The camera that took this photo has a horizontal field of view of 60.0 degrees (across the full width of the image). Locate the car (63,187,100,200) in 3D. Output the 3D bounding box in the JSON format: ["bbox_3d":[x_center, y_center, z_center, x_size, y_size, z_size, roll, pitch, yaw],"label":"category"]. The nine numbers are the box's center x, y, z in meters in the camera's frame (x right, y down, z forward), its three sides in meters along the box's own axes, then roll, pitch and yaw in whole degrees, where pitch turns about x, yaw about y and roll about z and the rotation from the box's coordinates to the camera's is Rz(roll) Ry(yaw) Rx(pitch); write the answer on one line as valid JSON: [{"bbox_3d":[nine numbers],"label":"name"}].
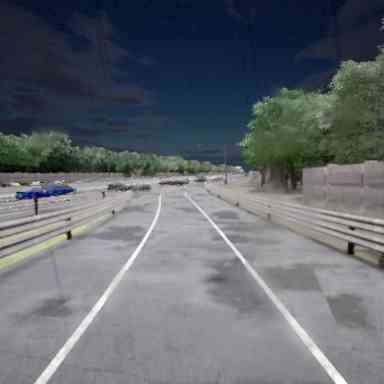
[{"bbox_3d":[-13.038,0.335,40.284,1.895,1.301,4.718,1,4,14],"label":"car"}]

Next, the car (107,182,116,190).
[{"bbox_3d":[-14.315,-1.114,63.327,1.837,1.490,4.892,1,3,14],"label":"car"}]

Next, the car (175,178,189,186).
[{"bbox_3d":[-2.038,-2.333,82.876,1.837,1.490,4.892,1,3,14],"label":"car"}]

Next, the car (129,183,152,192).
[{"bbox_3d":[-8.536,-0.831,57.714,2.128,1.511,4.902,1,3,14],"label":"car"}]

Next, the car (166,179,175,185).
[{"bbox_3d":[-4.426,-2.619,87.623,1.882,1.535,5.008,1,3,14],"label":"car"}]

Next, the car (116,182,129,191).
[{"bbox_3d":[-11.420,-0.870,60.547,1.895,1.301,4.718,1,3,14],"label":"car"}]

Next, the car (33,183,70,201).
[{"bbox_3d":[-16.424,-0.078,41.154,2.150,2.045,5.566,1,4,14],"label":"car"}]

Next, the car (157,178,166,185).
[{"bbox_3d":[-7.257,-2.704,90.664,1.994,1.385,4.181,1,3,14],"label":"car"}]

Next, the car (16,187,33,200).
[{"bbox_3d":[-19.820,0.153,42.010,1.882,1.535,5.008,1,4,14],"label":"car"}]
